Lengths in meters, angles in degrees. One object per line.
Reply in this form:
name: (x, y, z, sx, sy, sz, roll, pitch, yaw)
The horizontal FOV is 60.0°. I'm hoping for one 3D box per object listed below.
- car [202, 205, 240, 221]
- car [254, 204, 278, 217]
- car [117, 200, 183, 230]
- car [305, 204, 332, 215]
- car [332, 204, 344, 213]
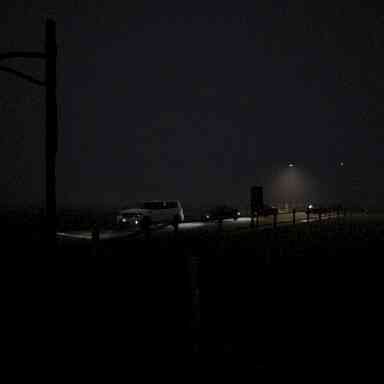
car: (2.902, 2.067, 32.525, 2.128, 1.511, 4.902, 0, -1, 36)
car: (8.936, 2.265, 40.752, 2.128, 1.511, 4.902, 0, -1, 36)
car: (-2.917, 1.608, 24.590, 2.150, 2.045, 5.566, 0, -1, 36)
car: (17.166, 2.483, 45.761, 2.033, 1.411, 5.357, 0, -1, 36)
car: (23.361, 2.670, 54.192, 1.812, 1.442, 4.674, 0, -1, 37)
